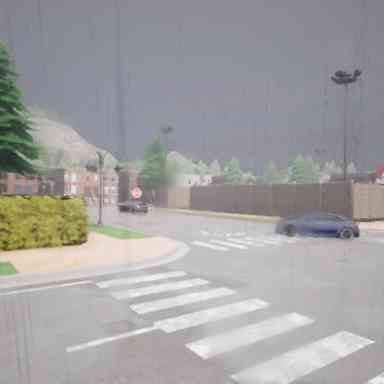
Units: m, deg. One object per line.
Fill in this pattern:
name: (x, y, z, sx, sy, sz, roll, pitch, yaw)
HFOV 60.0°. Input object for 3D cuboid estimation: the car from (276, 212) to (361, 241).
car: (6.657, 1.751, 17.754, 4.181, 1.385, 1.994, 0, 1, 19)

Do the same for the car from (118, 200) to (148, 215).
car: (-6.613, 1.670, 36.841, 2.128, 1.511, 4.902, 1, -1, -36)
